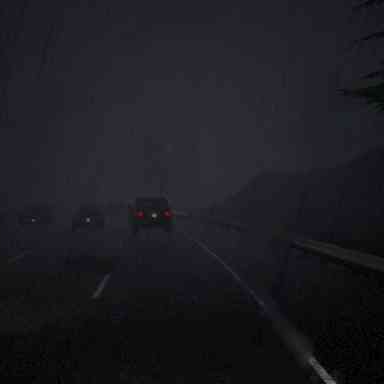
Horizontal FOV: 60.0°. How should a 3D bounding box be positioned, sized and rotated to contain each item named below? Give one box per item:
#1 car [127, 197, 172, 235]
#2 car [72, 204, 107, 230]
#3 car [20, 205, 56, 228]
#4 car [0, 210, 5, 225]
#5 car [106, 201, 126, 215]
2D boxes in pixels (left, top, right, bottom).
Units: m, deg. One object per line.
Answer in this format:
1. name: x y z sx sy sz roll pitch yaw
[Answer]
1. car: -2.577 1.334 19.797 2.150 2.045 5.566 0 0 -13
2. car: -7.000 1.709 22.585 1.994 1.385 4.181 0 0 -16
3. car: -11.021 1.657 23.917 2.128 1.511 4.902 0 0 -17
4. car: -14.343 1.698 22.948 1.812 1.442 4.674 0 0 -17
5. car: -8.789 1.719 37.285 2.128 1.511 4.902 0 0 -25
